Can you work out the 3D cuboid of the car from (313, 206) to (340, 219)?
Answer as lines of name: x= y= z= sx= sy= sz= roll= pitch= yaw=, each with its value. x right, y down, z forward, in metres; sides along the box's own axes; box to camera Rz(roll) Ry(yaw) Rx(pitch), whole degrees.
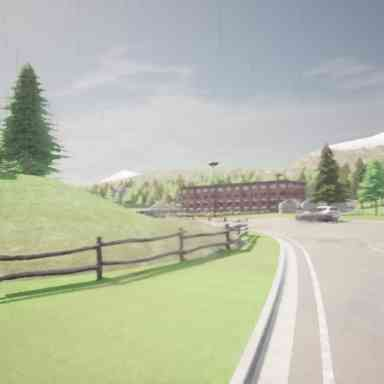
car: x=18.165 y=3.081 z=46.872 sx=2.150 sy=2.045 sz=5.566 roll=0 pitch=-3 yaw=-24

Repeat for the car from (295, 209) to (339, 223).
car: x=16.048 y=3.310 z=43.858 sx=2.033 sy=1.411 sz=5.357 roll=0 pitch=-3 yaw=-25

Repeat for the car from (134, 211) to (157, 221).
car: x=-9.035 y=4.846 z=63.001 sx=4.181 sy=1.385 sz=1.994 roll=-4 pitch=-4 yaw=36
